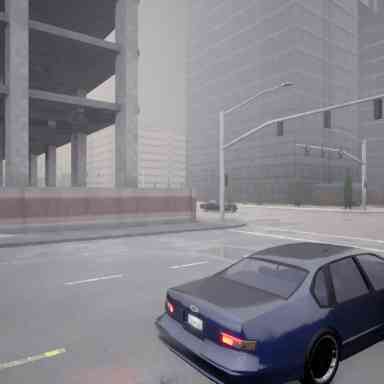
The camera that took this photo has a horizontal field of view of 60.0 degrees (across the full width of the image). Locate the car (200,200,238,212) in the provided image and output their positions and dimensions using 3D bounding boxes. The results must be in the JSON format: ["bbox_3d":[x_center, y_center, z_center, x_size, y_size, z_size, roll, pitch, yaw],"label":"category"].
[{"bbox_3d":[2.994,1.601,37.401,1.895,1.301,4.718,0,0,-36],"label":"car"}]

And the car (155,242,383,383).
[{"bbox_3d":[2.091,1.547,5.281,5.357,1.411,2.033,0,0,-35],"label":"car"}]
